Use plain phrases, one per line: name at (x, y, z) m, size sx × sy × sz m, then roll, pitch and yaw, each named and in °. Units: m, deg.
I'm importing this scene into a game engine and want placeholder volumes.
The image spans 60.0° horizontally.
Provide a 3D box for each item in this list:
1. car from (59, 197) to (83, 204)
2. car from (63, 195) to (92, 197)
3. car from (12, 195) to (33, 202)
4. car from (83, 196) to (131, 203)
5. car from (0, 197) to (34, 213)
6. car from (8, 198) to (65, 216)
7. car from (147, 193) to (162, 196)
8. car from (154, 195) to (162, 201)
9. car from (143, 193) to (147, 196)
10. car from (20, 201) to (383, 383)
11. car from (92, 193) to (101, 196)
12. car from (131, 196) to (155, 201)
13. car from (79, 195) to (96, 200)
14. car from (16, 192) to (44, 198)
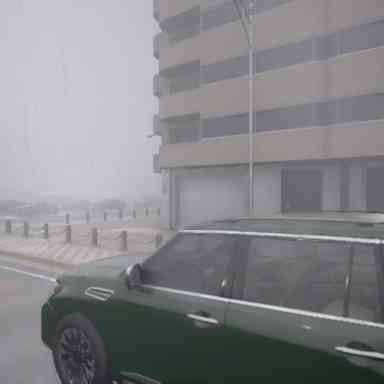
car at (-13.844, 1.619, 40.654) m, size 1.994 × 1.385 × 4.181 m, roll 0°, pitch 0°, yaw 35°
car at (-21.847, 1.451, 63.463) m, size 1.970 × 1.475 × 3.806 m, roll 0°, pitch 0°, yaw 35°
car at (-38.058, 1.419, 74.821) m, size 1.784 × 1.438 × 3.905 m, roll 0°, pitch 0°, yaw 35°
car at (-10.103, 1.547, 39.901) m, size 2.128 × 1.511 × 4.902 m, roll 0°, pitch 0°, yaw 35°
car at (-18.916, 1.547, 33.385) m, size 2.128 × 1.511 × 4.902 m, roll 0°, pitch 0°, yaw 35°
car at (-15.178, 1.619, 32.627) m, size 1.994 × 1.385 × 4.181 m, roll 0°, pitch 0°, yaw 35°
car at (-7.255, 1.209, 74.491) m, size 1.932 × 1.855 × 4.605 m, roll 0°, pitch 0°, yaw 35°
car at (-3.075, 1.581, 49.947) m, size 1.812 × 1.442 × 4.674 m, roll 0°, pitch 0°, yaw 35°
car at (-9.592, 1.211, 76.199) m, size 1.905 × 1.878 × 3.866 m, roll 0°, pitch 0°, yaw 35°
car at (0.773, 1.219, 3.446) m, size 5.566 × 2.045 × 2.150 m, roll 0°, pitch 0°, yaw 35°
car at (-25.669, 1.211, 87.450) m, size 1.905 × 1.878 × 3.866 m, roll 0°, pitch 0°, yaw 35°
car at (-6.764, 1.656, 50.789) m, size 1.895 × 1.301 × 4.718 m, roll 0°, pitch 0°, yaw 35°
car at (-28.032, 1.451, 89.124) m, size 1.970 × 1.475 × 3.806 m, roll 0°, pitch 0°, yaw 35°
car at (-35.725, 1.208, 73.103) m, size 1.932 × 1.855 × 4.605 m, roll 0°, pitch 0°, yaw 35°
